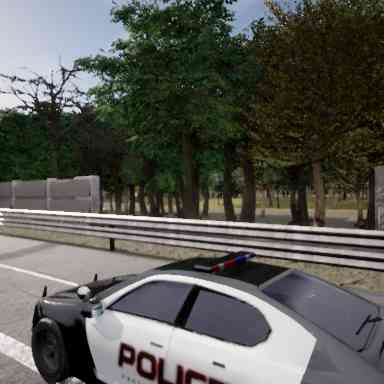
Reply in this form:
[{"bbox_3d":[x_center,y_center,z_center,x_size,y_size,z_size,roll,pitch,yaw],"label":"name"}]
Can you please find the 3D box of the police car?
[{"bbox_3d":[0.064,1.505,3.827,4.974,1.542,2.038,0,0,36],"label":"police car"}]
